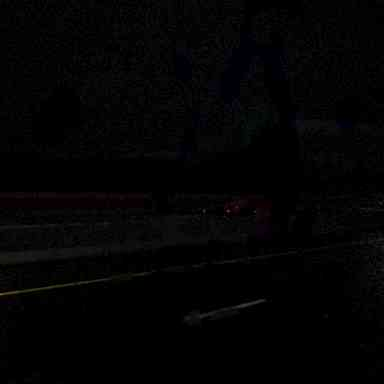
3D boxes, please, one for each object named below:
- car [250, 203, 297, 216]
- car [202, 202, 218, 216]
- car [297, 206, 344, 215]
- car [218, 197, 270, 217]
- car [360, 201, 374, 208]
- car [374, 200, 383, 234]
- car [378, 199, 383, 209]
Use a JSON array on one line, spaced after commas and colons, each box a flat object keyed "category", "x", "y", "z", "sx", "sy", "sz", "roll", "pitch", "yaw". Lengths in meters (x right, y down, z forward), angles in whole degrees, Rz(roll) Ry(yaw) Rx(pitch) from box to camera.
[{"category": "car", "x": 8.046, "y": 1.933, "z": 31.249, "sx": 4.718, "sy": 1.301, "sz": 1.895, "roll": 1, "pitch": -1, "yaw": -36}, {"category": "car", "x": 3.281, "y": 1.812, "z": 36.455, "sx": 4.902, "sy": 1.511, "sz": 2.128, "roll": 1, "pitch": -1, "yaw": -36}, {"category": "car", "x": 11.743, "y": 1.925, "z": 29.630, "sx": 4.181, "sy": 1.385, "sz": 1.994, "roll": 1, "pitch": -1, "yaw": -36}, {"category": "car", "x": 5.779, "y": 1.552, "z": 33.930, "sx": 5.566, "sy": 2.045, "sz": 2.150, "roll": 1, "pitch": -1, "yaw": -36}, {"category": "car", "x": 34.100, "y": 2.401, "z": 64.515, "sx": 1.994, "sy": 1.385, "sz": 4.181, "roll": 0, "pitch": -1, "yaw": 39}, {"category": "car", "x": 11.529, "y": 1.476, "z": 16.268, "sx": 5.566, "sy": 2.045, "sz": 2.150, "roll": 1, "pitch": 0, "yaw": -36}, {"category": "car", "x": 36.044, "y": 2.223, "z": 61.344, "sx": 2.097, "sy": 1.767, "sz": 4.553, "roll": 0, "pitch": -1, "yaw": 41}]
